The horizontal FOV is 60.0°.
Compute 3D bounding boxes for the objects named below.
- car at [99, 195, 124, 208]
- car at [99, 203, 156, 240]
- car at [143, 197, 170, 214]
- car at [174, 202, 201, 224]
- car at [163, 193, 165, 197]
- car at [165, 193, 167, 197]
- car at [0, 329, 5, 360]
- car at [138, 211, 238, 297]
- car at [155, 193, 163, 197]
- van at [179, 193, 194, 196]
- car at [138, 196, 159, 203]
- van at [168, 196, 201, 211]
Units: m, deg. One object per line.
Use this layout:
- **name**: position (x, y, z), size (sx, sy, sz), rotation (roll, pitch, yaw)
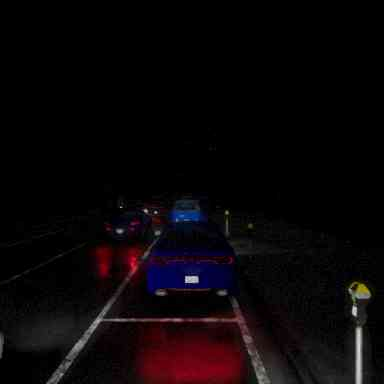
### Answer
- **car**: position (-8.815, 1.291, 36.940), size (2.192, 1.841, 5.009), rotation (0, 0, 0)
- **car**: position (-3.124, 1.520, 16.820), size (1.812, 1.442, 4.674), rotation (0, 0, 0)
- **car**: position (-3.126, 1.490, 31.423), size (1.837, 1.490, 4.892), rotation (0, 1, 0)
- **car**: position (-0.290, 1.533, 25.659), size (1.887, 1.381, 4.507), rotation (0, 0, 0)
- **car**: position (-8.815, 1.451, 86.079), size (2.008, 1.369, 4.403), rotation (0, 0, 0)
- **car**: position (-8.815, 1.439, 91.530), size (1.887, 1.381, 4.507), rotation (0, 0, 0)
- **car**: position (-3.146, 1.525, 2.027), size (1.812, 1.442, 4.674), rotation (0, 0, 0)
- **car**: position (-0.005, 1.475, 8.650), size (1.882, 1.535, 5.008), rotation (0, 0, 0)
- **car**: position (-8.815, 1.433, 80.459), size (1.752, 1.417, 4.829), rotation (0, 0, 0)
- **van**: position (-0.290, 1.317, 36.980), size (1.690, 1.788, 3.998), rotation (0, 0, 0)
- **car**: position (-6.160, 1.565, 45.718), size (1.895, 1.301, 4.718), rotation (0, 0, 0)
- **van**: position (-0.290, 1.333, 19.998), size (1.690, 1.788, 3.998), rotation (0, 0, 0)
